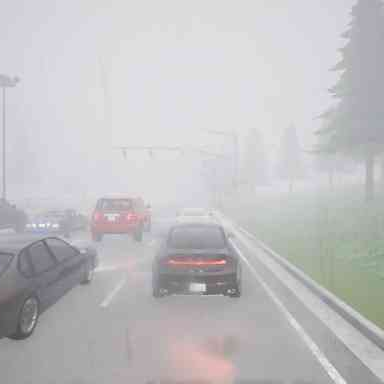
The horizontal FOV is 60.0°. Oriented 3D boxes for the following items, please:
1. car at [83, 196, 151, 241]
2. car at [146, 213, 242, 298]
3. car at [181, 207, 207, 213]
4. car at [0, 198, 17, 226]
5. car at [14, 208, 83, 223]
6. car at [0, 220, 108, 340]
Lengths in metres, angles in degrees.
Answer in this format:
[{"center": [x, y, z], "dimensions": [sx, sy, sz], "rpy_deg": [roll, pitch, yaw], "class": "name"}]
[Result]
[{"center": [-3.388, 1.221, 16.715], "dimensions": [2.150, 2.045, 5.566], "rpy_deg": [0, 0, 0], "class": "car"}, {"center": [0.106, 1.505, 8.521], "dimensions": [1.837, 1.490, 4.892], "rpy_deg": [0, 0, 0], "class": "car"}, {"center": [0.111, 1.526, 17.598], "dimensions": [1.812, 1.442, 4.674], "rpy_deg": [0, 0, 0], "class": "car"}, {"center": [-10.390, 1.221, 16.558], "dimensions": [2.150, 2.045, 5.566], "rpy_deg": [0, 0, 0], "class": "car"}, {"center": [-6.856, 1.547, 17.448], "dimensions": [2.033, 1.411, 5.357], "rpy_deg": [0, 0, -2], "class": "car"}, {"center": [-3.398, 1.547, 6.467], "dimensions": [2.033, 1.411, 5.357], "rpy_deg": [0, 0, 0], "class": "car"}]
